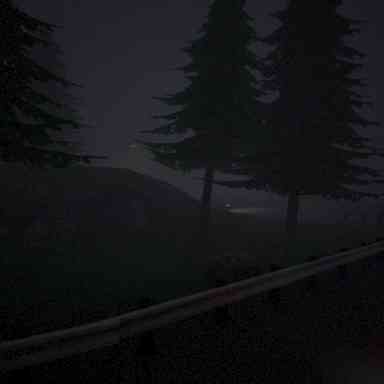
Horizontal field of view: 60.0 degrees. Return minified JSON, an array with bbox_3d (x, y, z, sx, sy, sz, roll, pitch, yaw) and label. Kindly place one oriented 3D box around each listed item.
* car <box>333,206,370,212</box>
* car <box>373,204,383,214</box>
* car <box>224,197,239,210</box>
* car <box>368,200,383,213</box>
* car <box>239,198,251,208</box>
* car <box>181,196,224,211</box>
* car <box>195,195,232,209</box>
[{"bbox_3d":[17.813,1.551,34.933,5.357,1.411,2.033,0,0,36],"label":"car"},{"bbox_3d":[17.456,1.533,26.575,4.674,1.442,1.812,0,0,36],"label":"car"},{"bbox_3d":[2.889,1.483,41.346,4.892,1.490,1.837,0,0,36],"label":"car"},{"bbox_3d":[21.957,1.605,36.269,4.718,1.301,1.895,0,0,36],"label":"car"},{"bbox_3d":[6.180,1.500,47.605,4.674,1.442,1.812,0,0,36],"label":"car"},{"bbox_3d":[0.874,1.504,38.484,4.674,1.442,1.812,0,0,36],"label":"car"},{"bbox_3d":[2.925,1.320,45.632,4.553,1.767,2.097,0,0,36],"label":"car"}]
